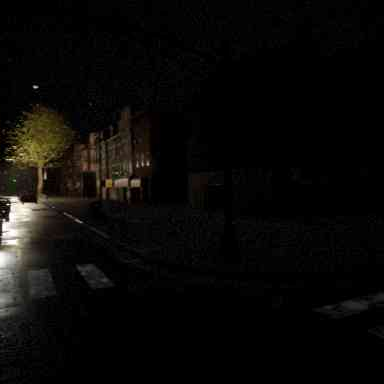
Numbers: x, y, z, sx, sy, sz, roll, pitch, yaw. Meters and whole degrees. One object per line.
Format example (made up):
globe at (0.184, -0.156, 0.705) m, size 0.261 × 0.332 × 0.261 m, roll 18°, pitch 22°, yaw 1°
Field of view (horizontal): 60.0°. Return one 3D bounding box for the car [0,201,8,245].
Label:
car at (-8.950, 1.351, 13.911) m, size 1.837 × 1.490 × 4.892 m, roll -2°, pitch 2°, yaw -28°

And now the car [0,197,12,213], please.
car at (-18.219, 1.225, 31.571) m, size 1.895 × 1.301 × 4.718 m, roll -2°, pitch 2°, yaw -28°

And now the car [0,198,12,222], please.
car at (-13.592, 1.298, 22.739) m, size 1.994 × 1.385 × 4.181 m, roll -2°, pitch 2°, yaw -28°

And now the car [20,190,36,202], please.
car at (-26.622, 0.639, 53.865) m, size 2.097 × 1.767 × 4.553 m, roll -2°, pitch 1°, yaw -28°

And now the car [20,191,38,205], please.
car at (-21.979, 0.870, 45.038) m, size 1.882 × 1.535 × 5.008 m, roll -2°, pitch 1°, yaw -27°
